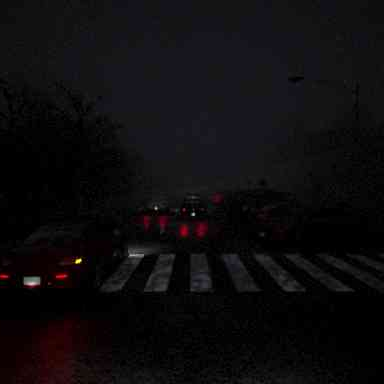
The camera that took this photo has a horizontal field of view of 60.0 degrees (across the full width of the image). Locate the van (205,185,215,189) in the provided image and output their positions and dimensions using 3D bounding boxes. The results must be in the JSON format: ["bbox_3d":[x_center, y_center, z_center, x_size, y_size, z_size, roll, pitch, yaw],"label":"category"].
[{"bbox_3d":[4.962,0.219,55.789,4.442,1.987,1.878,0,2,-20],"label":"van"}]

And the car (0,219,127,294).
[{"bbox_3d":[-2.902,1.408,8.337,1.812,1.442,4.674,0,1,0],"label":"car"}]

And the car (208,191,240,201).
[{"bbox_3d":[5.063,0.564,52.865,4.674,1.452,2.002,0,1,-20],"label":"car"}]

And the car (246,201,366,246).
[{"bbox_3d":[5.043,1.295,14.044,4.792,1.488,2.163,0,1,-20],"label":"car"}]

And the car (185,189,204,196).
[{"bbox_3d":[0.097,0.797,41.557,2.128,1.511,4.902,0,1,0],"label":"car"}]

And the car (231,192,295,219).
[{"bbox_3d":[5.040,1.039,20.032,4.553,1.767,2.185,0,1,-20],"label":"car"}]

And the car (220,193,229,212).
[{"bbox_3d":[5.062,1.067,26.008,4.892,1.521,2.231,0,1,-20],"label":"car"}]

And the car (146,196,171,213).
[{"bbox_3d":[-2.902,1.059,29.215,1.812,1.442,4.674,0,1,0],"label":"car"}]

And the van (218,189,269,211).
[{"bbox_3d":[4.963,0.740,31.925,4.442,1.987,1.878,0,1,-20],"label":"van"}]

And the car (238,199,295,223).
[{"bbox_3d":[5.064,1.255,17.063,4.674,1.452,2.002,0,1,-20],"label":"car"}]

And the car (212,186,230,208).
[{"bbox_3d":[5.046,0.765,28.972,5.566,2.045,2.435,0,1,-20],"label":"car"}]

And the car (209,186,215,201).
[{"bbox_3d":[5.097,0.664,34.967,5.566,2.045,2.435,0,1,-20],"label":"car"}]

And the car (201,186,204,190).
[{"bbox_3d":[4.894,0.171,64.729,5.366,1.575,1.946,0,2,-20],"label":"car"}]

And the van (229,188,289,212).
[{"bbox_3d":[5.179,0.890,23.065,4.442,1.987,1.878,0,1,-20],"label":"van"}]

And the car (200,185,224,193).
[{"bbox_3d":[5.096,-0.695,85.670,5.566,2.045,2.435,0,1,-20],"label":"car"}]

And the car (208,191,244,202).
[{"bbox_3d":[5.094,0.632,49.894,4.792,1.488,2.163,0,1,-20],"label":"car"}]

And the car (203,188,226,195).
[{"bbox_3d":[5.063,-0.064,73.741,4.674,1.452,2.002,0,2,-20],"label":"car"}]

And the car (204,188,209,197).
[{"bbox_3d":[4.896,0.669,46.824,5.366,1.575,1.946,0,2,-20],"label":"car"}]

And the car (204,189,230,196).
[{"bbox_3d":[5.094,0.109,67.790,4.792,1.488,2.163,0,2,-20],"label":"car"}]

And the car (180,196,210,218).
[{"bbox_3d":[0.098,1.202,24.921,1.895,1.301,4.718,0,1,0],"label":"car"}]
